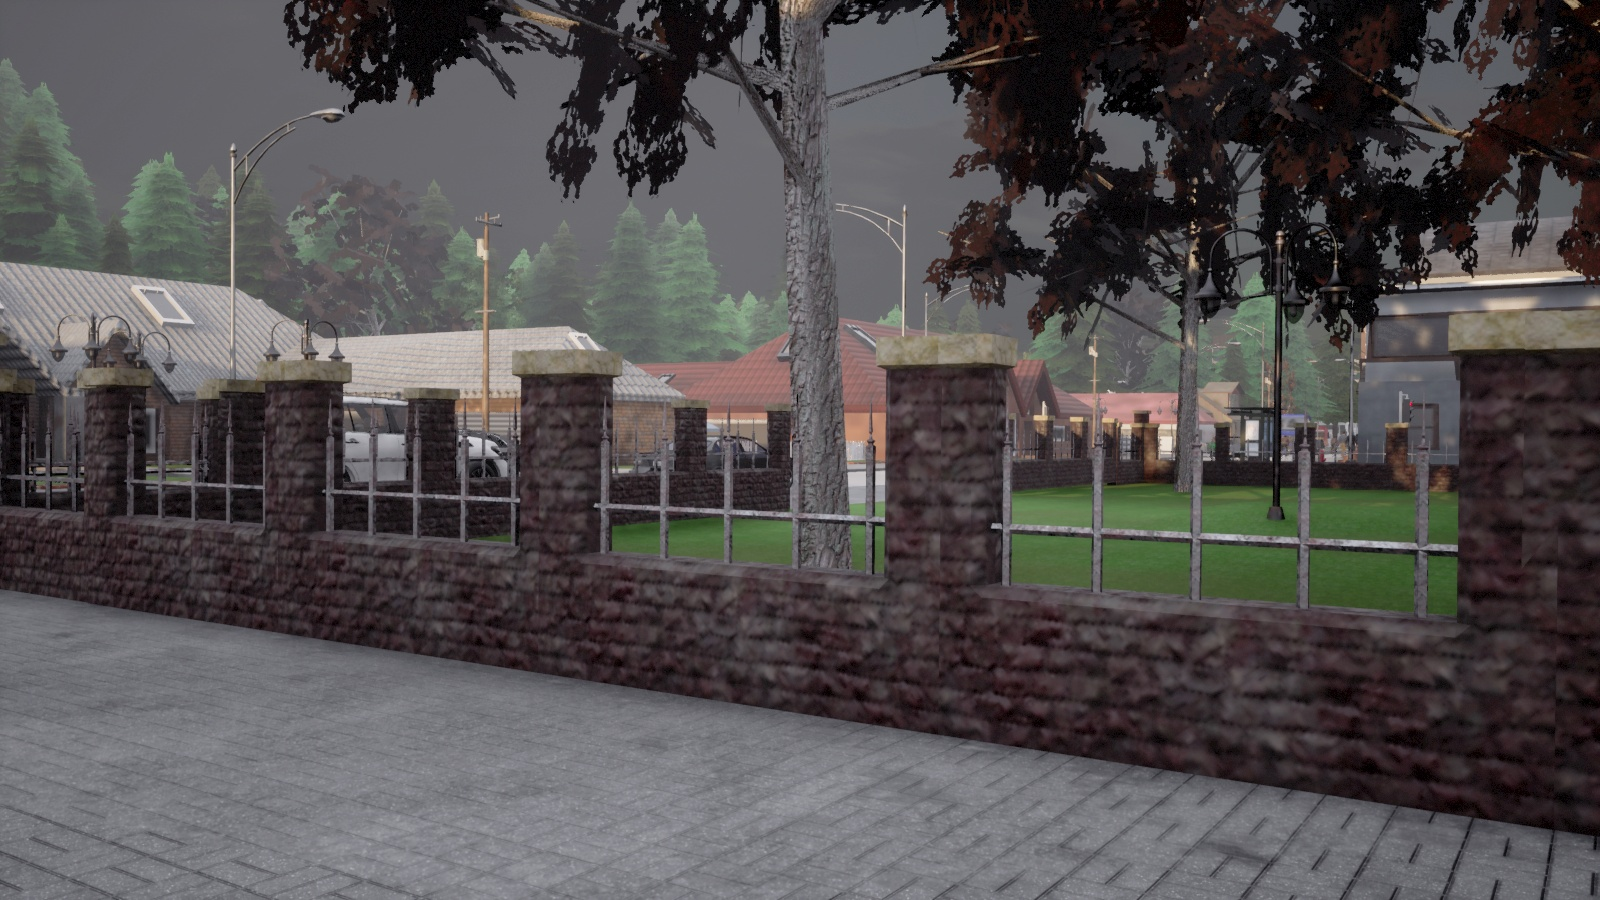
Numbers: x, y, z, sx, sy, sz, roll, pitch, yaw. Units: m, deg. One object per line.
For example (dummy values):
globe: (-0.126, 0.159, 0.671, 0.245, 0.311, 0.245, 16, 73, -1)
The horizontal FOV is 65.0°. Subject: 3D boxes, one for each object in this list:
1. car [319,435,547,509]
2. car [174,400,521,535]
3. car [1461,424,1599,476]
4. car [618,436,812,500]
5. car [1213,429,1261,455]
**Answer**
car: (-8.109, 0.424, 28.255, 1.837, 1.490, 4.892, 0, 1, 33)
car: (-7.683, 0.219, 22.017, 2.150, 2.045, 5.566, 0, 1, 32)
car: (23.066, -0.023, 38.337, 5.008, 1.535, 1.882, 0, 1, 30)
car: (-1.944, 0.375, 30.879, 2.033, 1.411, 5.357, 0, 1, 31)
car: (25.291, -0.474, 72.598, 1.845, 1.501, 3.633, 0, 1, 33)
